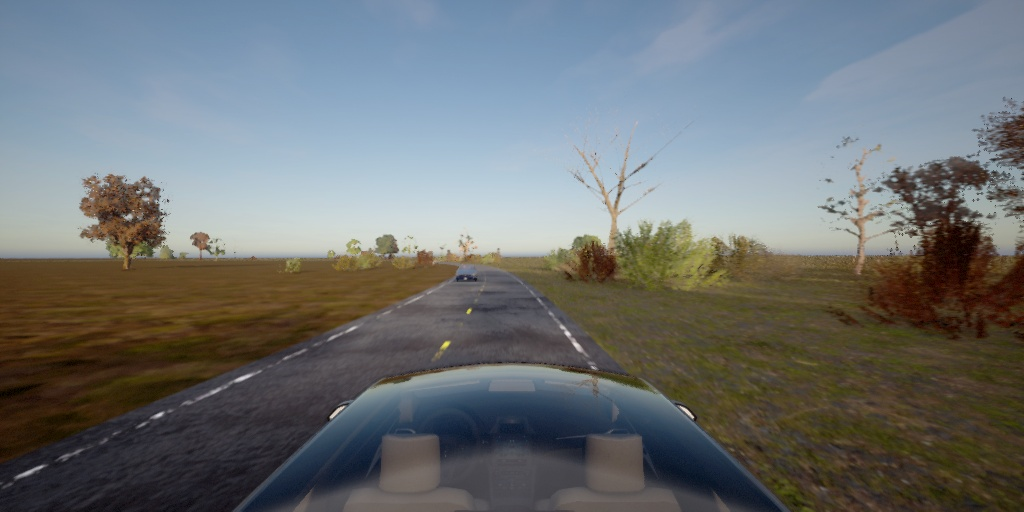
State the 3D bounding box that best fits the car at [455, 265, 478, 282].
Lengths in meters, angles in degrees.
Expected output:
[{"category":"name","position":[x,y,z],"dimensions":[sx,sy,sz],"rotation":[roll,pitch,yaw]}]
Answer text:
[{"category":"car","position":[-4.034,1.525,32.628],"dimensions":[2.033,1.411,5.357],"rotation":[0,0,-3]}]
